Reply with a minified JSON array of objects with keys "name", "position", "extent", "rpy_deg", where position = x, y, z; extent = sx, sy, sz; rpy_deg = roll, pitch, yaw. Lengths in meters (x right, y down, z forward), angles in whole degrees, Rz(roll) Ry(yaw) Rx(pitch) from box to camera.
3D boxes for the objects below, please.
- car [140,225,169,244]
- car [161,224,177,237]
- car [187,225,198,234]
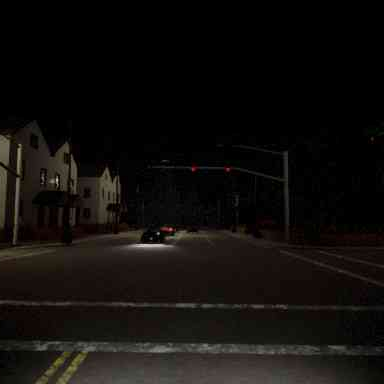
[{"name":"car","position":[-3.541,4.043,30.776],"extent":[1.994,1.385,4.181],"rpy_deg":[0,-5,0]},{"name":"car","position":[-3.509,5.103,44.993],"extent":[2.097,1.767,4.553],"rpy_deg":[0,-5,0]},{"name":"car","position":[0.107,6.469,57.882],"extent":[2.033,1.411,5.357],"rpy_deg":[0,-5,0]}]
